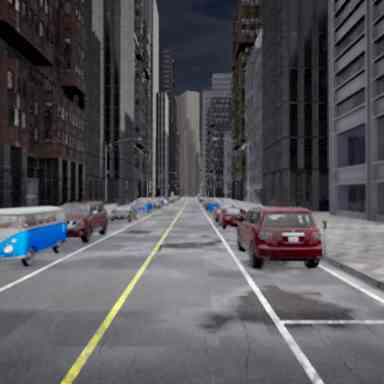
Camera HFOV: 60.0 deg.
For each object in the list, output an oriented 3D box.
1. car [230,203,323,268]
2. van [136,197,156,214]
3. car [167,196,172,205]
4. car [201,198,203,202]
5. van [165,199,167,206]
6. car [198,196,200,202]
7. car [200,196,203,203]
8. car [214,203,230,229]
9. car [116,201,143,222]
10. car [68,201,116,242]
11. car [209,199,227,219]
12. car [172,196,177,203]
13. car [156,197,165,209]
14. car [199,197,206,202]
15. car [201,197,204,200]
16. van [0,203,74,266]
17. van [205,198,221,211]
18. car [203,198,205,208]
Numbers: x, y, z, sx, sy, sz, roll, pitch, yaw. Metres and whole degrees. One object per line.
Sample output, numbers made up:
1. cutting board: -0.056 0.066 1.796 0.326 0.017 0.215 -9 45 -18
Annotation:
1. car: 2.779 1.392 11.485 2.192 1.841 5.009 0 0 0
2. van: -5.708 1.608 39.533 1.690 1.788 3.998 0 0 0
3. car: -5.670 1.988 67.408 1.752 1.417 4.829 0 0 0
4. car: 2.832 1.909 50.747 1.947 1.339 4.313 0 0 0
5. van: -5.685 1.723 56.361 1.690 1.788 3.998 0 0 0
6. car: 2.878 2.145 84.399 2.008 1.369 4.403 0 0 0
7. car: 2.848 1.948 62.135 1.752 1.417 4.829 0 0 0
8. car: 2.794 1.697 22.702 1.887 1.381 4.507 0 0 0
9. car: -5.724 1.742 28.313 2.008 1.369 4.403 0 0 0
10. car: -5.739 1.430 17.096 2.192 1.841 5.009 0 0 0
11. car: 2.802 1.630 28.311 1.967 1.590 4.097 0 0 0
12. car: -5.647 2.161 84.406 1.947 1.339 4.313 0 0 0
13. car: -5.693 1.784 50.752 1.967 1.590 4.097 0 0 0
14. car: 2.893 2.115 95.591 1.967 1.590 4.097 0 0 0
15. car: 2.840 1.908 56.526 1.752 1.417 4.829 0 0 0
16. van: -5.746 1.419 11.486 1.690 1.788 3.998 0 0 0
17. van: 2.817 1.608 39.530 1.690 1.788 3.998 0 0 0
18. car: 2.825 1.850 45.138 1.887 1.381 4.507 0 0 0
